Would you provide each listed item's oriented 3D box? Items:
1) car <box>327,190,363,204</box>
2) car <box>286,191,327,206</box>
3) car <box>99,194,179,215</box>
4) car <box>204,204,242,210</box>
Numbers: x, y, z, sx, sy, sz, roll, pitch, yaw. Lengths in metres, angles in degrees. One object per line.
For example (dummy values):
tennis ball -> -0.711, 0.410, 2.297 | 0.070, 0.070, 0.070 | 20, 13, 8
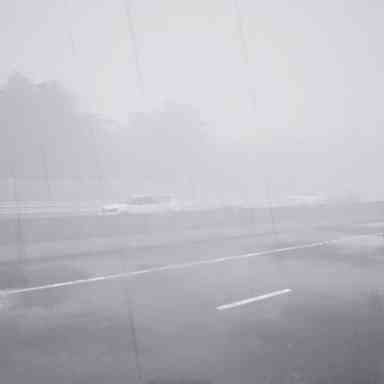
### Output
car -> 19.680, 0.808, 42.871 | 5.566, 2.045, 2.150 | -1, 1, -34
car -> 14.534, 0.879, 42.828 | 5.566, 2.045, 2.150 | -1, 1, -37
car -> -3.494, 1.174, 22.927 | 5.566, 2.045, 2.150 | 0, 0, -35
car -> 2.023, 1.483, 22.499 | 4.181, 1.385, 1.994 | -1, 0, -35
